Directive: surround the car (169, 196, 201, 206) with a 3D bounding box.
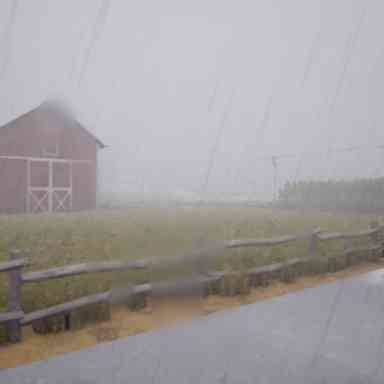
[{"bbox_3d":[-1.104,1.469,50.732,2.097,1.767,4.553,0,0,-35],"label":"car"}]

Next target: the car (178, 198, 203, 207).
[{"bbox_3d":[-0.287,1.696,55.317,1.994,1.385,4.181,0,0,-35],"label":"car"}]

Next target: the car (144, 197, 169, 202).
[{"bbox_3d":[-6.709,1.677,63.386,5.357,1.411,2.033,0,0,33],"label":"car"}]

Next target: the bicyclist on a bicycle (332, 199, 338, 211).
[{"bbox_3d":[16.282,1.601,37.590,1.656,1.620,0.582,0,0,-35],"label":"bicyclist on a bicycle"}]
